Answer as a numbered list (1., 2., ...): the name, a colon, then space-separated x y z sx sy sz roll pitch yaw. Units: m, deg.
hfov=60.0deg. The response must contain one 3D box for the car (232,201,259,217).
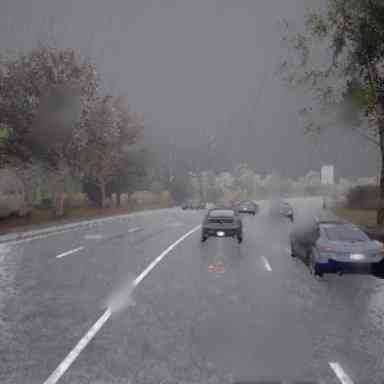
1. car: 5.648 1.591 33.703 1.994 1.385 4.181 0 0 17

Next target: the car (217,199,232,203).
1. car: 4.005 1.580 40.377 1.994 1.385 4.181 0 0 20

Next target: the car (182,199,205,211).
1. car: 0.258 1.560 40.301 1.994 1.385 4.181 0 0 20

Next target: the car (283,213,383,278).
1. car: 4.309 1.582 10.273 1.994 1.385 4.181 0 0 6

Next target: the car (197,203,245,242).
1. car: 1.590 1.513 16.479 1.837 1.490 4.892 0 0 9

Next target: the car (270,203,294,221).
1. car: 7.446 1.584 27.589 2.033 1.411 5.357 0 0 15
